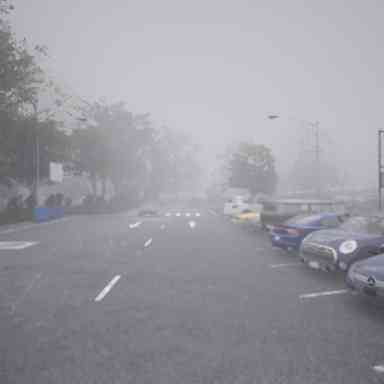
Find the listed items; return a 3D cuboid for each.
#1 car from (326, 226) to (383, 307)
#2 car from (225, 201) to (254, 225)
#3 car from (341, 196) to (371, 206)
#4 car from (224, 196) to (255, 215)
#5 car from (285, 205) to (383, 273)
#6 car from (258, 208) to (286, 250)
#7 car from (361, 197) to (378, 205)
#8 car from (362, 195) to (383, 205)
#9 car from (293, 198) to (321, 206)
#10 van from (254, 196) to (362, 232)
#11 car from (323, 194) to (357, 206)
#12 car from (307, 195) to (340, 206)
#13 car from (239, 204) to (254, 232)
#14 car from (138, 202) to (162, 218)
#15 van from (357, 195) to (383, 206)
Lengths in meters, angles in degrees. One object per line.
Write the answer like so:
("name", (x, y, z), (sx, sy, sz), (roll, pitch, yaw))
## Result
("car", (5.372, 1.552, 6.737), (4.674, 1.452, 2.002), (1, 0, -20))
("car", (5.208, 1.571, 21.693), (5.366, 1.575, 1.946), (1, 0, -20))
("car", (30.049, 1.642, 61.081), (2.185, 1.767, 4.553), (1, -1, -22))
("car", (5.398, 1.352, 27.787), (5.566, 2.045, 2.435), (1, -1, -20))
("car", (5.411, 1.399, 9.746), (4.553, 1.767, 2.185), (1, 0, -20))
("car", (5.373, 1.537, 12.749), (5.008, 1.535, 2.097), (1, -1, -20))
("car", (21.283, 1.713, 43.890), (2.163, 1.488, 4.792), (0, 1, -22))
("car", (24.248, 1.433, 43.970), (2.435, 2.045, 5.566), (0, 1, -21))
("car", (20.969, 1.792, 60.835), (2.163, 1.488, 4.792), (0, -1, -21))
("van", (5.495, 1.326, 15.795), (4.442, 1.987, 1.878), (1, -1, -20))
("car", (27.053, 1.514, 60.954), (2.435, 2.045, 5.566), (1, -1, -22))
("car", (23.992, 1.513, 60.918), (2.435, 2.045, 5.566), (0, -1, -21))
("car", (5.389, 1.604, 18.751), (4.674, 1.452, 2.002), (1, 0, -20))
("car", (-3.973, 1.687, 32.554), (2.033, 1.411, 5.357), (0, 0, 1))
("van", (33.029, 1.545, 61.233), (1.878, 1.987, 4.442), (0, -1, -21))
